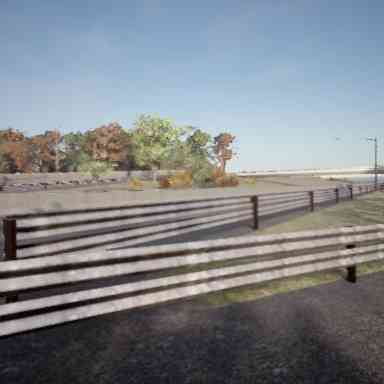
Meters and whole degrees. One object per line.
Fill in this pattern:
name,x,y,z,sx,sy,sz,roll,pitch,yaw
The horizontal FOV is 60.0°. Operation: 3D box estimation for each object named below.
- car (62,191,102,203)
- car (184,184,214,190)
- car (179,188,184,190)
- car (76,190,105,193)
car,-14.029,0.595,42.618,1.812,1.442,4.674,0,1,33
car,1.604,-0.323,54.065,2.150,2.045,5.566,0,1,32
car,-1.314,0.073,55.996,2.097,1.767,4.553,0,1,32
car,-11.440,0.575,40.166,1.837,1.490,4.892,0,1,32
